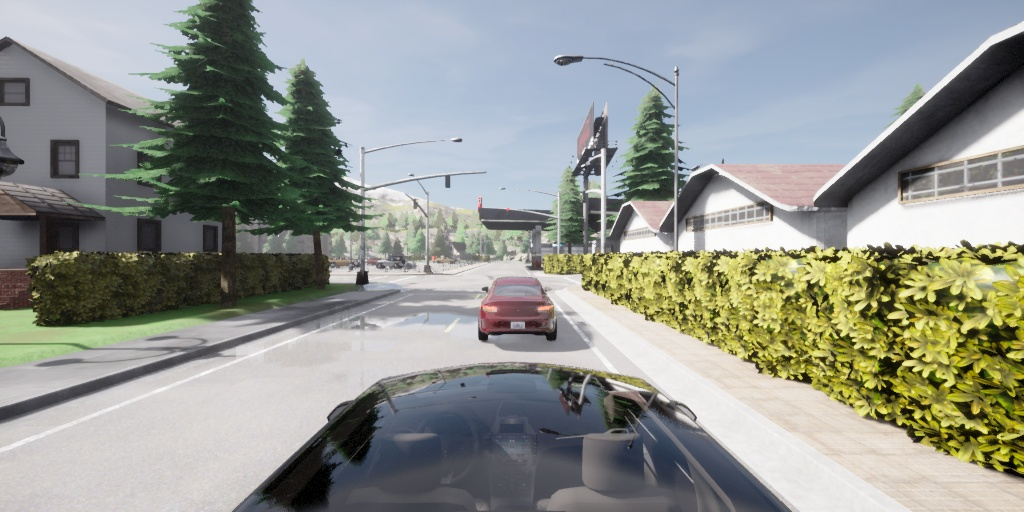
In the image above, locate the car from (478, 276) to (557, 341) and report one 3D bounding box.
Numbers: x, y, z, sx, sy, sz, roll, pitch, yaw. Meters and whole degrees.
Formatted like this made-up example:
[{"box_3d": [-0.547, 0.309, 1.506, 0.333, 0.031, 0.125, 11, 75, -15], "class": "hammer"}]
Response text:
[{"box_3d": [0.129, 1.276, 9.766, 1.812, 1.442, 4.674, 0, 0, 0], "class": "car"}]
